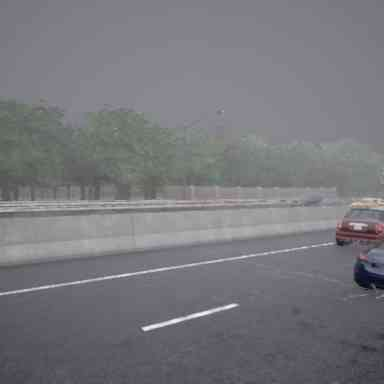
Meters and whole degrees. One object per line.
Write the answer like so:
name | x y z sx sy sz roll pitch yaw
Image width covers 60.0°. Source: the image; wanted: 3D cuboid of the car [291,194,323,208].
car | 15.882 1.313 45.348 5.566 2.045 2.150 0 0 -35

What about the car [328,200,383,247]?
car | 8.055 1.386 13.910 4.553 1.767 2.097 0 0 -35

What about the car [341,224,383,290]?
car | 5.732 1.583 7.955 4.181 1.385 1.994 0 0 -35

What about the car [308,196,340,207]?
car | 17.637 1.640 42.316 5.357 1.411 2.033 0 0 -35
